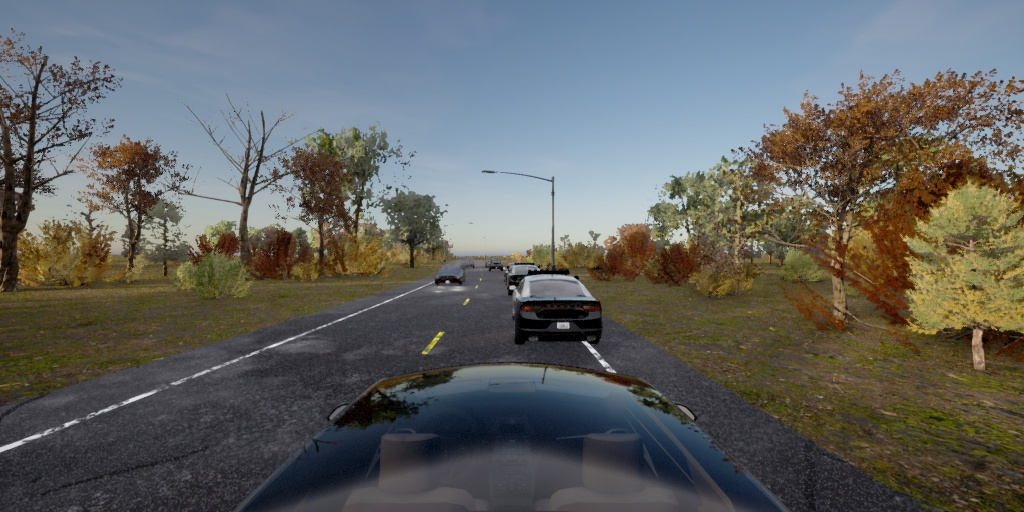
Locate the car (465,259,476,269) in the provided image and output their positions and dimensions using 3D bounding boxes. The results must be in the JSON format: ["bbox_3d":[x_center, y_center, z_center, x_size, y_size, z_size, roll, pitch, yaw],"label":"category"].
[{"bbox_3d":[-6.767,1.226,56.814,1.837,1.490,4.892,0,0,-7],"label":"car"}]

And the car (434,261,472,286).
[{"bbox_3d":[-4.266,1.290,25.693,2.033,1.411,5.357,0,0,-3],"label":"car"}]

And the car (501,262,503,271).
[{"bbox_3d":[0.413,1.217,25.665,1.882,1.535,5.008,0,0,-3],"label":"car"}]

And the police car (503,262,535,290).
[{"bbox_3d":[0.679,1.170,19.747,1.930,1.638,5.238,0,0,-2],"label":"police car"}]

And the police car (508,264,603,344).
[{"bbox_3d":[0.969,1.174,9.695,1.930,1.638,5.238,0,0,-1],"label":"police car"}]

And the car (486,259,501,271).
[{"bbox_3d":[-2.169,1.234,47.337,1.837,1.490,4.892,0,0,-5],"label":"car"}]

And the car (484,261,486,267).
[{"bbox_3d":[-3.516,1.209,60.227,2.128,1.511,4.902,0,0,-7],"label":"car"}]
